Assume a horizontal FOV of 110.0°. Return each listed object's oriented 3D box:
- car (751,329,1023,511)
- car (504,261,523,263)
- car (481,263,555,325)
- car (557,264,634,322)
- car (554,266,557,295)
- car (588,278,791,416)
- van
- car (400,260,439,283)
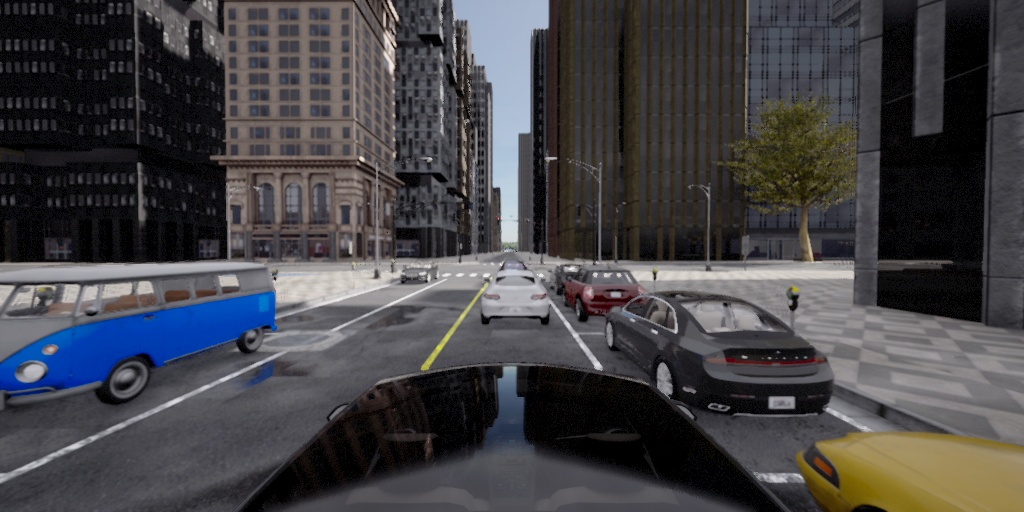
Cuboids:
[{"bbox_3d":[2.763,1.302,0.389,1.751,1.417,4.829,0,0,0],"label":"car"},{"bbox_3d":[0.091,0.973,20.858,1.994,1.385,4.181,0,1,0],"label":"car"},{"bbox_3d":[0.097,1.111,10.990,1.812,1.442,4.674,0,1,0],"label":"car"},{"bbox_3d":[2.762,1.016,11.500,1.967,1.591,4.097,0,0,0],"label":"car"},{"bbox_3d":[2.761,1.026,17.139,2.007,1.370,4.403,0,0,0],"label":"car"},{"bbox_3d":[2.763,1.227,5.859,2.007,1.370,4.403,0,0,0],"label":"car"},{"bbox_3d":[-5.763,1.017,5.857,1.690,1.789,3.998,0,0,0],"label":"van"},{"bbox_3d":[-5.765,0.925,22.777,2.007,1.370,4.403,0,0,0],"label":"car"}]
